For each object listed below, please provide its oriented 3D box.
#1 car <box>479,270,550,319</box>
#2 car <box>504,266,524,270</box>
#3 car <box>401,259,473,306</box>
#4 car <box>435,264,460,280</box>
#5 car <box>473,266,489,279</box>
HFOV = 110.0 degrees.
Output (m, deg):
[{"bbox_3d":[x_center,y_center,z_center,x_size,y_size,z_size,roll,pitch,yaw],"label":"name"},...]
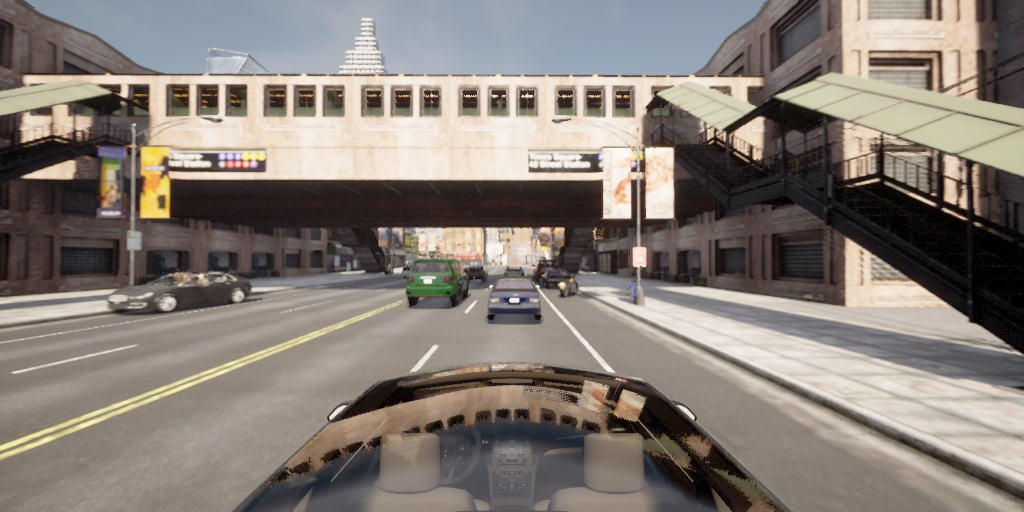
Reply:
[{"bbox_3d":[0.088,1.444,13.578,2.033,1.411,5.357,0,-1,0],"label":"car"},{"bbox_3d":[0.214,1.635,33.657,2.128,1.511,4.902,0,-1,0],"label":"car"},{"bbox_3d":[-3.395,1.161,17.210,2.150,2.045,5.566,0,-1,0],"label":"car"},{"bbox_3d":[-6.963,1.690,39.258,1.882,1.535,5.008,0,-1,0],"label":"car"},{"bbox_3d":[-3.286,1.649,33.683,1.837,1.490,4.892,0,-1,0],"label":"car"}]
